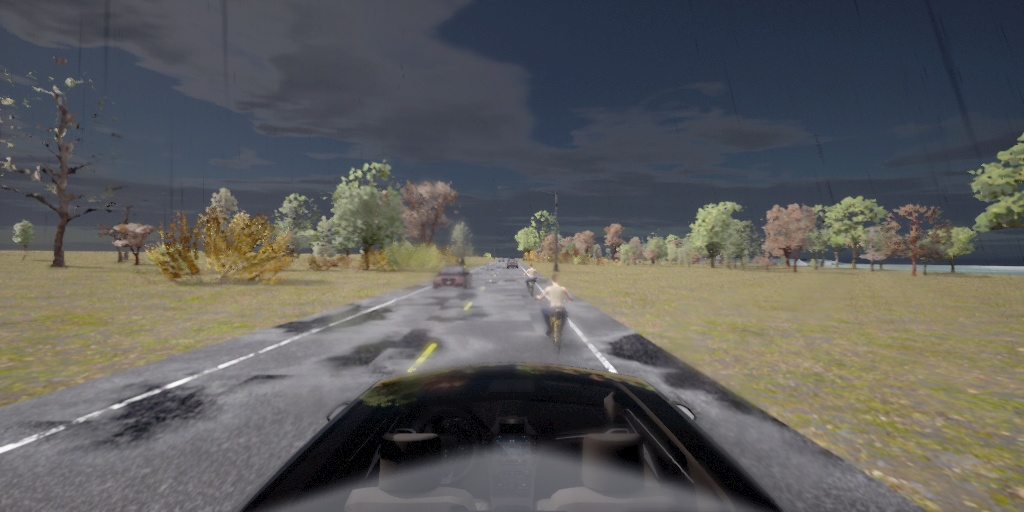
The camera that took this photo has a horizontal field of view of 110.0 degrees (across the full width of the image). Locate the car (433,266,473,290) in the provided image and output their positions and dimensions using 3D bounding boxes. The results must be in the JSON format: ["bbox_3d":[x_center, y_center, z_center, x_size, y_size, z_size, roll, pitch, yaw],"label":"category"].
[{"bbox_3d":[-3.602,1.318,22.341,1.994,1.385,4.181,0,0,0],"label":"car"}]

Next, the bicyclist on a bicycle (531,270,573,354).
[{"bbox_3d":[0.944,1.188,7.799,0.866,1.612,1.509,0,0,0],"label":"bicyclist on a bicycle"}]

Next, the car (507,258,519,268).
[{"bbox_3d":[0.098,1.308,60.256,2.033,1.411,5.357,0,0,0],"label":"car"}]

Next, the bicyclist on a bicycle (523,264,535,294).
[{"bbox_3d":[0.980,1.190,17.953,0.866,1.612,1.509,0,0,0],"label":"bicyclist on a bicycle"}]
